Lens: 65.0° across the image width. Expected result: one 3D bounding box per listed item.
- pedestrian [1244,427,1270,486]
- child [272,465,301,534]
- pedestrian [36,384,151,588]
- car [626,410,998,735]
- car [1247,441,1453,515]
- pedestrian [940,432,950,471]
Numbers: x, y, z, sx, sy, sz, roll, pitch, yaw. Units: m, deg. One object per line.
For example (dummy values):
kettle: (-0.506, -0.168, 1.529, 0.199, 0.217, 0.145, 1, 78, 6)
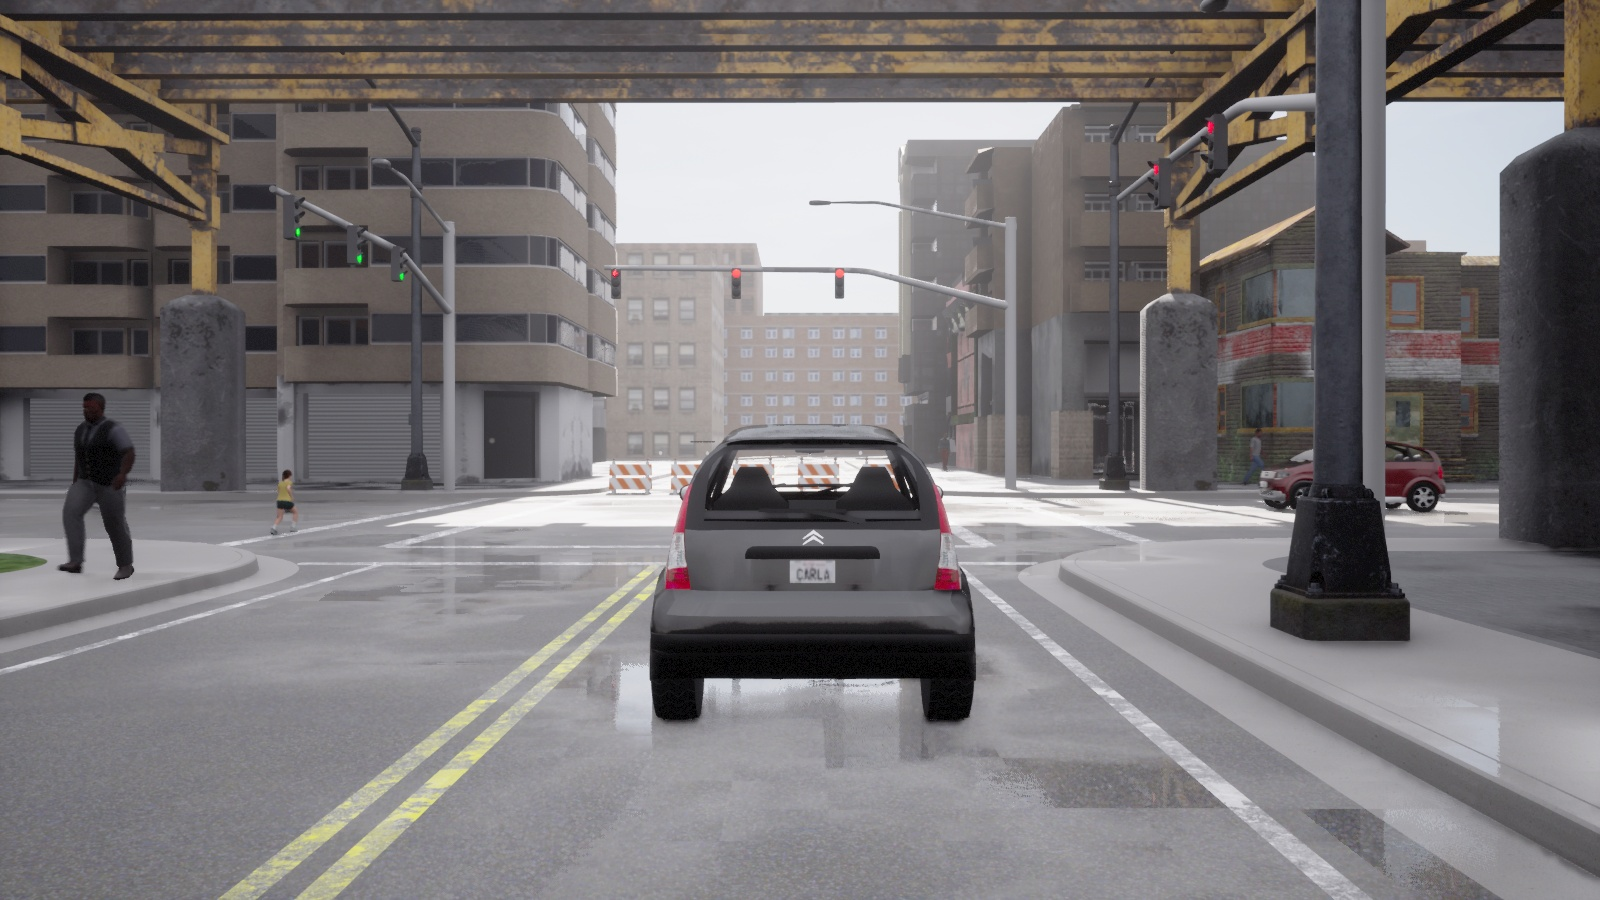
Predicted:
pedestrian: (14.335, 0.201, 39.417, 0.706, 1.836, 0.354, 0, 0, 30)
child: (-8.378, 0.799, 20.488, 0.255, 1.110, 0.394, 0, 0, 13)
pedestrian: (-6.766, 0.330, 12.061, 0.563, 1.883, 0.849, 0, 0, 8)
car: (0.073, 0.598, 8.243, 1.851, 1.617, 3.988, 0, 0, 0)
car: (11.944, 0.582, 27.426, 3.705, 1.549, 1.789, 0, 0, 0)
pedestrian: (6.924, 0.079, 59.922, 0.353, 1.847, 0.614, 0, 0, -4)
